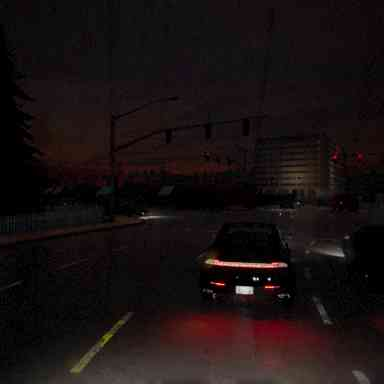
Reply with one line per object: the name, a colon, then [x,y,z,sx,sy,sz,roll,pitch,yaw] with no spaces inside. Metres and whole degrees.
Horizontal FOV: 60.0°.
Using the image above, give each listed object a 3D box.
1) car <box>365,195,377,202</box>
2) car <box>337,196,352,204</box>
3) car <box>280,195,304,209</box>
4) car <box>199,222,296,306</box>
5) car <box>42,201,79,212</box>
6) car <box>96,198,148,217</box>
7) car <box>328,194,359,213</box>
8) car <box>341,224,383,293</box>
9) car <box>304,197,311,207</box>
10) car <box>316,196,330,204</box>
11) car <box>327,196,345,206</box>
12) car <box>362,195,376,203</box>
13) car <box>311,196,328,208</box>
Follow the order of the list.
car: [42.696,1.525,79.362,2.128,1.511,4.902,0,0,32]
car: [30.249,1.540,65.760,2.033,1.411,5.357,0,0,32]
car: [13.396,1.505,45.178,1.837,1.490,4.892,0,0,32]
car: [1.424,1.492,8.149,2.128,1.511,4.902,0,0,12]
car: [-14.803,1.409,37.429,4.553,1.767,2.097,0,0,32]
car: [-6.838,1.603,32.462,5.357,1.411,2.033,0,0,32]
car: [17.616,1.228,38.196,2.150,2.045,5.566,1,1,34]
car: [5.175,1.547,8.523,2.033,1.411,5.357,0,0,16]
car: [18.145,1.525,52.879,1.812,1.442,4.674,0,0,32]
car: [25.485,1.524,64.687,1.812,1.442,4.674,0,0,32]
car: [24.615,1.491,56.698,2.128,1.511,4.902,0,0,32]
car: [37.410,1.478,70.743,1.882,1.535,5.008,0,0,32]
car: [19.166,1.547,47.874,2.033,1.411,5.357,0,0,32]
